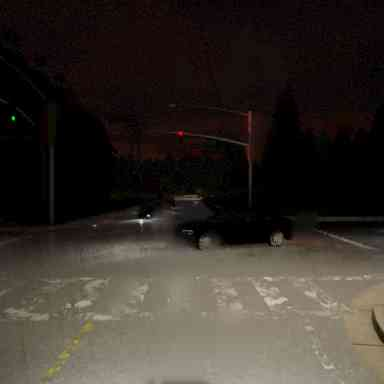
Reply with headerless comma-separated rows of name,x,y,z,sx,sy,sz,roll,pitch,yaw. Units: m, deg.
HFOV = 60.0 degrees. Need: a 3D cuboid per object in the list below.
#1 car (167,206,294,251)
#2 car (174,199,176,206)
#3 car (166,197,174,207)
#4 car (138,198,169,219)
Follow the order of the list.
car,1.734,1.463,13.779,5.008,1.535,1.882,0,0,-17
car,-3.502,1.522,50.910,1.812,1.442,4.674,0,0,0
car,-3.533,1.502,39.677,1.837,1.490,4.892,0,0,0
car,-3.550,1.545,29.836,2.033,1.411,5.357,0,0,0
